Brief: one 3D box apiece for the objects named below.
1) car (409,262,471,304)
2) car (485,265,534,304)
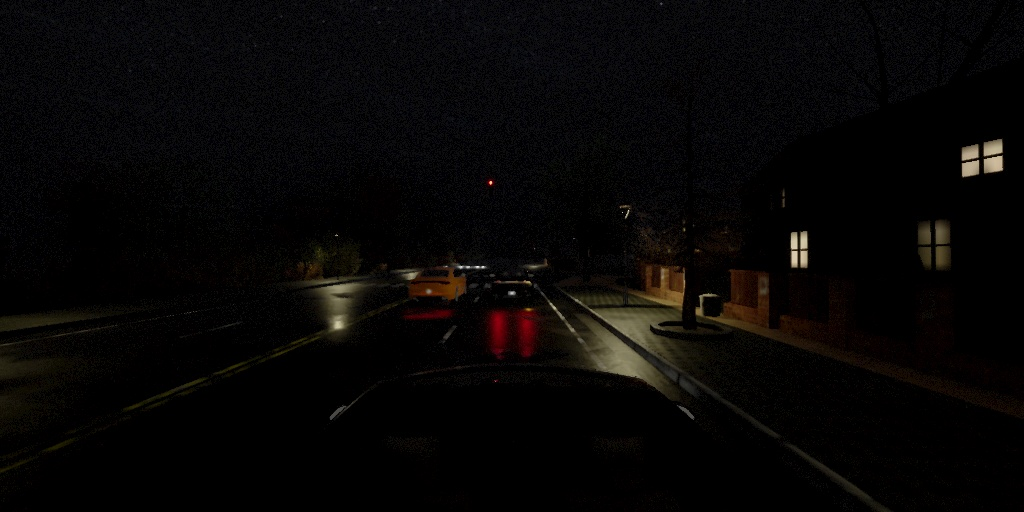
[{"bbox_3d":[-3.250,1.239,16.501,1.882,1.535,5.008,0,0,0],"label":"car"},{"bbox_3d":[0.000,1.250,16.501,2.128,1.511,4.902,0,0,0],"label":"car"}]
